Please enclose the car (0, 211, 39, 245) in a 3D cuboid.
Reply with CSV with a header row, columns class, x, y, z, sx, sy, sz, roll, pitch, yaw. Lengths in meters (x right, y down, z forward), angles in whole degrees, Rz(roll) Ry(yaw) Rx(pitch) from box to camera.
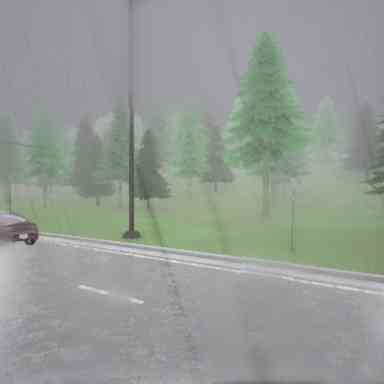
class,x,y,z,sx,sy,sz,roll,pitch,yaw
car,-8.338,1.530,14.116,4.674,1.442,1.812,0,0,36
